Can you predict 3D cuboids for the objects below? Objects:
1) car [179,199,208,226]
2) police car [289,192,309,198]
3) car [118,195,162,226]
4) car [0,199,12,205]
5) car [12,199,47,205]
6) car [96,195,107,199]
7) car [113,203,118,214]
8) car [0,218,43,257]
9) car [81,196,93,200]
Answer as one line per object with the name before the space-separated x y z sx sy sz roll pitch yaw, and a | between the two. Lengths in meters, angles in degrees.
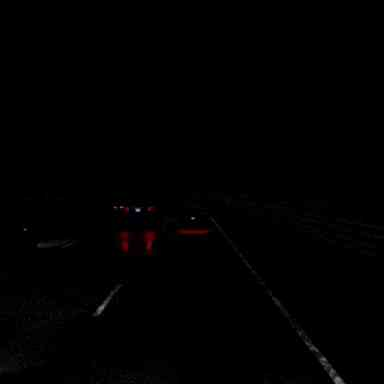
car | 0.073 1.497 23.535 1.882 1.535 5.008 0 0 0
police car | 21.245 0.632 66.361 1.930 1.638 5.238 0 -3 -15
car | -3.439 1.242 23.738 2.150 2.045 5.566 0 0 0
car | -21.136 1.521 37.134 2.128 1.511 4.902 0 0 0
car | -17.637 1.533 37.148 1.837 1.490 4.892 0 0 0
car | -21.093 1.449 77.956 1.837 1.490 4.892 0 0 0
car | -6.941 1.573 35.146 2.033 1.411 5.357 0 0 0
car | -6.912 1.560 10.894 2.033 1.411 5.357 0 0 0
car | -24.593 1.474 77.952 1.812 1.442 4.674 0 0 0
